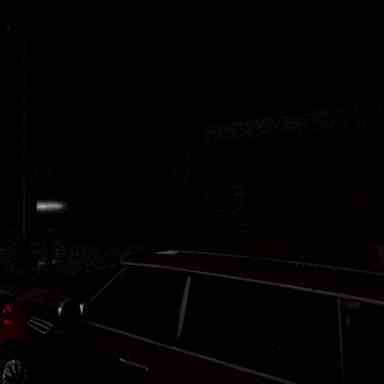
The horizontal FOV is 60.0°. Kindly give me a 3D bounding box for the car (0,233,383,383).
[{"bbox_3d":[0.255,1.315,2.896,5.009,1.841,2.192,0,0,36],"label":"car"}]
